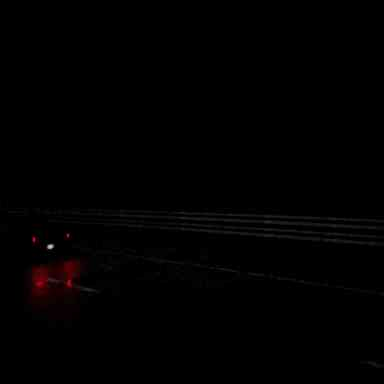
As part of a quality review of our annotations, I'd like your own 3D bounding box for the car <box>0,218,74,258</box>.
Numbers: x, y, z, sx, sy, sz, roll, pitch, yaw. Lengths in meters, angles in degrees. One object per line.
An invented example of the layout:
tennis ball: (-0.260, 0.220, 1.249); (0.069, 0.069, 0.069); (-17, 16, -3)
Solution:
car: (-6.852, 1.680, 13.155); (4.718, 1.301, 1.895); (-1, 0, 36)
